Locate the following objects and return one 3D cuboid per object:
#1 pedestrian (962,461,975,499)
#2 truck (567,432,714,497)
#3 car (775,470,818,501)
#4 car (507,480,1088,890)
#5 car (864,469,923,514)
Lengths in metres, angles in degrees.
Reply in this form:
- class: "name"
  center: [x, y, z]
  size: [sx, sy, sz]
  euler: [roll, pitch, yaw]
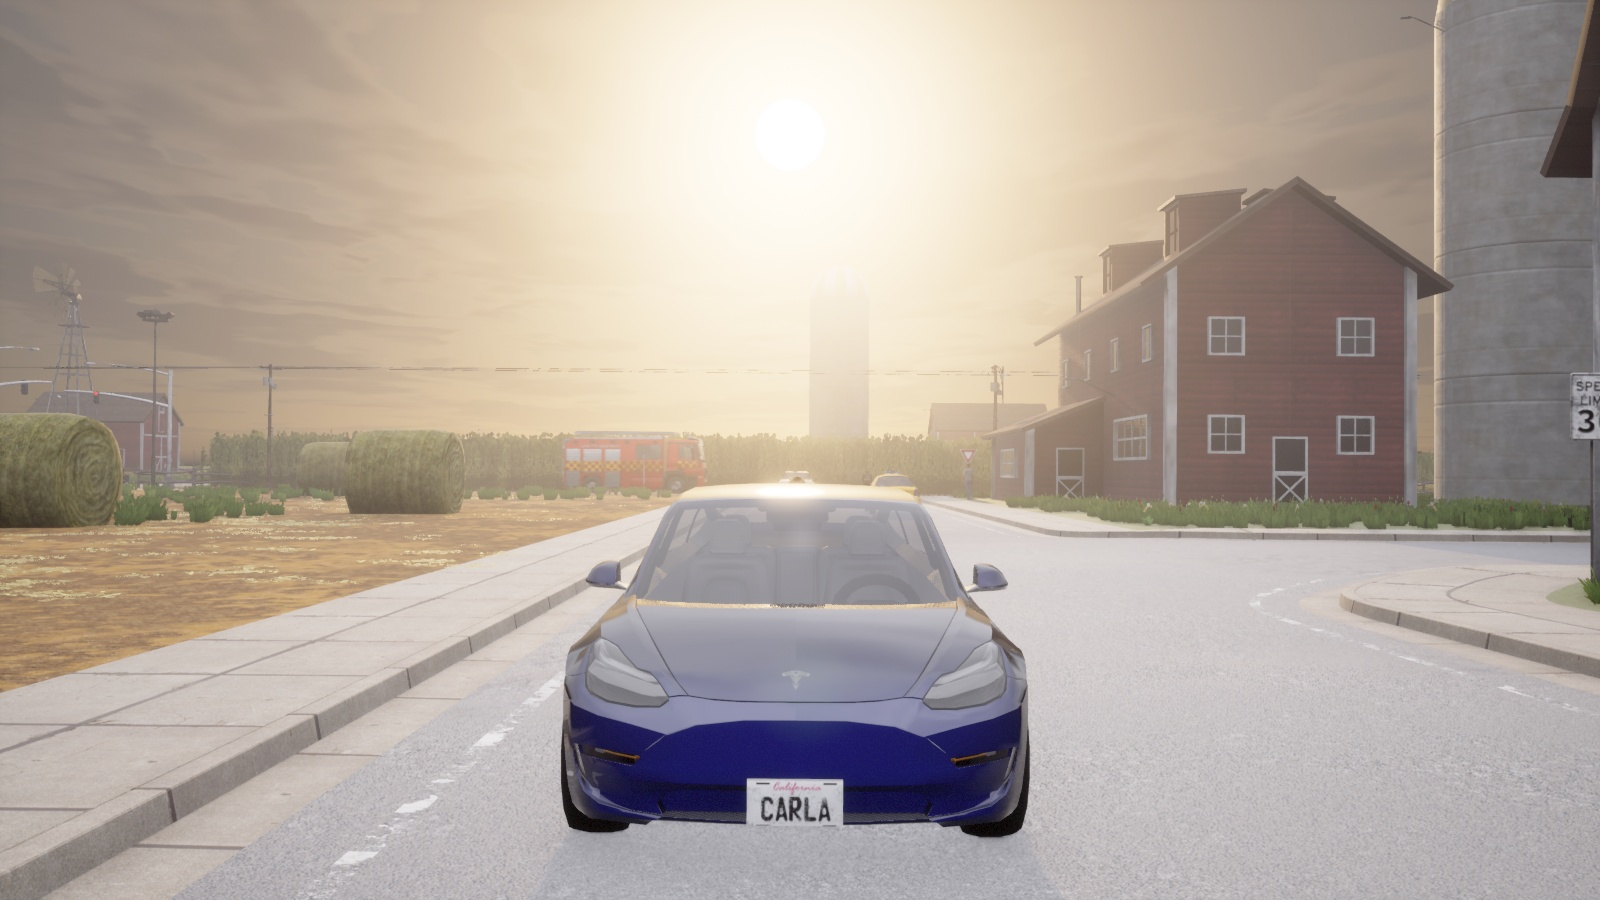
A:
- class: "pedestrian"
  center: [8.289, 1.470, 61.757]
  size: [0.354, 1.836, 0.706]
  euler: [0, -1, -18]
- class: "truck"
  center: [-9.575, 0.890, 76.005]
  size: [8.468, 3.827, 2.891]
  euler: [0, -1, 1]
- class: "car"
  center: [-0.173, 1.801, 64.293]
  size: [2.128, 1.511, 4.902]
  euler: [0, -1, 0]
- class: "car"
  center: [-0.012, 0.931, 7.078]
  size: [2.163, 1.488, 4.792]
  euler: [0, -1, 0]
- class: "car"
  center: [3.392, 1.500, 46.400]
  size: [1.801, 1.575, 5.366]
  euler: [0, -1, 0]
